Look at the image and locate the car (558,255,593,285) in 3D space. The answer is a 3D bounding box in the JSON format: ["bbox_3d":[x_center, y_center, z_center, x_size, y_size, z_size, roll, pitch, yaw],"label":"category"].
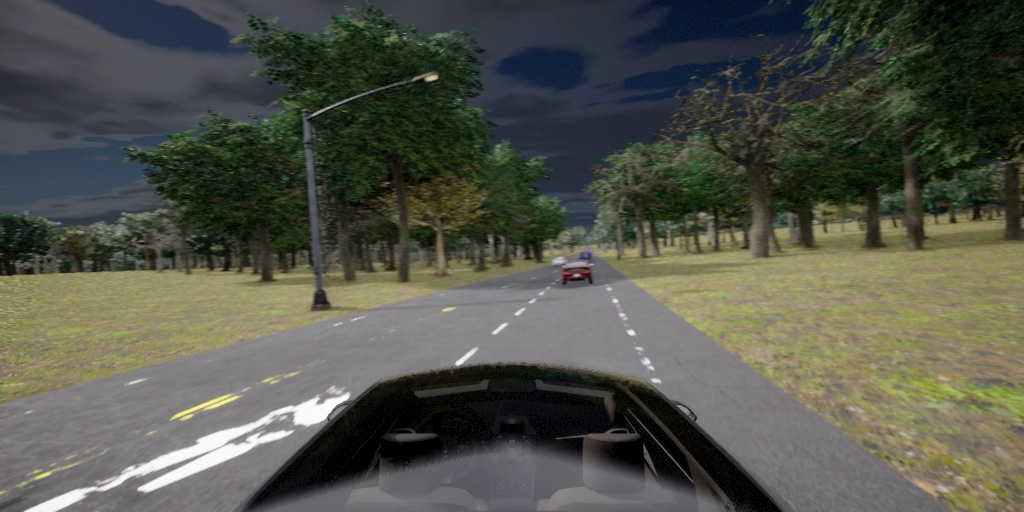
[{"bbox_3d":[4.504,1.010,24.471,1.882,1.535,5.008,-5,0,12],"label":"car"}]

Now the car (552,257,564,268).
[{"bbox_3d":[7.154,0.914,53.756,1.812,1.442,4.674,-5,0,16],"label":"car"}]
